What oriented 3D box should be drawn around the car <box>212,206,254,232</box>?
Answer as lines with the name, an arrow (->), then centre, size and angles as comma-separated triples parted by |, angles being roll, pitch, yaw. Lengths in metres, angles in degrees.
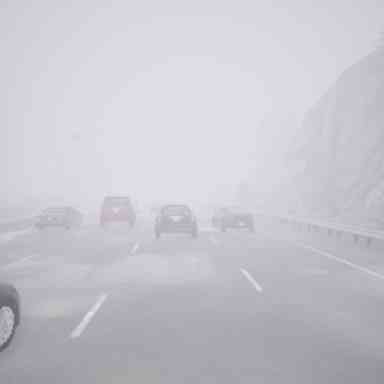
car -> 2.383, 1.536, 19.944 | 1.812, 1.442, 4.674 | 0, 0, -6

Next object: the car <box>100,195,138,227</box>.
car -> -5.026, 1.250, 23.167 | 2.150, 2.045, 5.566 | 0, 0, -7

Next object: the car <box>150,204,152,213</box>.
car -> -3.648, 1.637, 36.709 | 1.895, 1.301, 4.718 | 0, 0, -10

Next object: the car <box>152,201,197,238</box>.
car -> -0.962, 1.368, 18.145 | 2.097, 1.767, 4.553 | 0, 0, -6

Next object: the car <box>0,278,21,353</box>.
car -> -3.530, 1.515, 3.216 | 1.837, 1.490, 4.892 | 0, 0, -1

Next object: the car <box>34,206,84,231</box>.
car -> -8.281, 1.582, 21.158 | 2.033, 1.411, 5.357 | 0, 0, -7
